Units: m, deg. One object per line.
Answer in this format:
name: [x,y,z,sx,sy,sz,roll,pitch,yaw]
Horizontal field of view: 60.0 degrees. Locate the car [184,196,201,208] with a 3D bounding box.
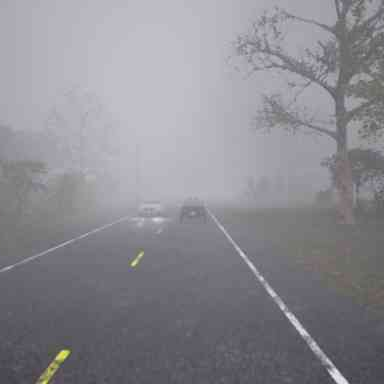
car: [0.075,1.232,41.852,1.994,1.385,4.181,0,1,0]

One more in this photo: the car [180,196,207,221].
car: [0.087,1.289,24.992,1.882,1.535,5.008,0,0,0]

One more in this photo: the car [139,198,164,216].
car: [-3.517,1.304,29.454,1.812,1.442,4.674,0,0,0]
